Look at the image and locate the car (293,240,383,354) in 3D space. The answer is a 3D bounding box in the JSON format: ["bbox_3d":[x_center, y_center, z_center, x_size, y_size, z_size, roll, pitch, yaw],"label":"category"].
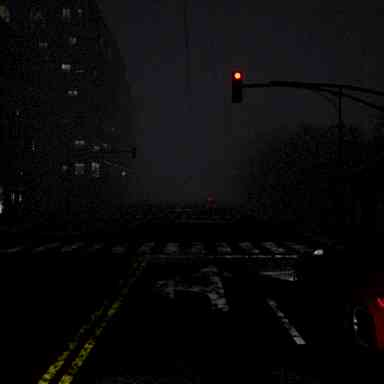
[{"bbox_3d":[3.345,1.564,6.128,1.994,1.385,4.181,0,0,0],"label":"car"}]

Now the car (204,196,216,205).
[{"bbox_3d":[3.302,1.510,61.428,2.128,1.511,4.902,0,0,0],"label":"car"}]
